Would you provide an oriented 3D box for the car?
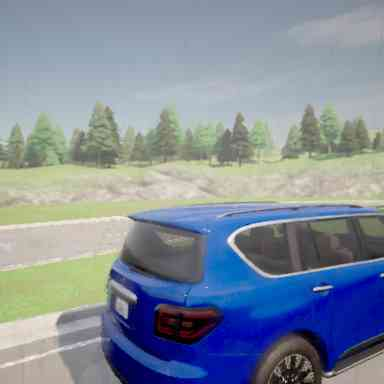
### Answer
[{"bbox_3d":[1.590,1.149,4.625,5.566,2.045,2.150,-1,1,-32],"label":"car"}]
